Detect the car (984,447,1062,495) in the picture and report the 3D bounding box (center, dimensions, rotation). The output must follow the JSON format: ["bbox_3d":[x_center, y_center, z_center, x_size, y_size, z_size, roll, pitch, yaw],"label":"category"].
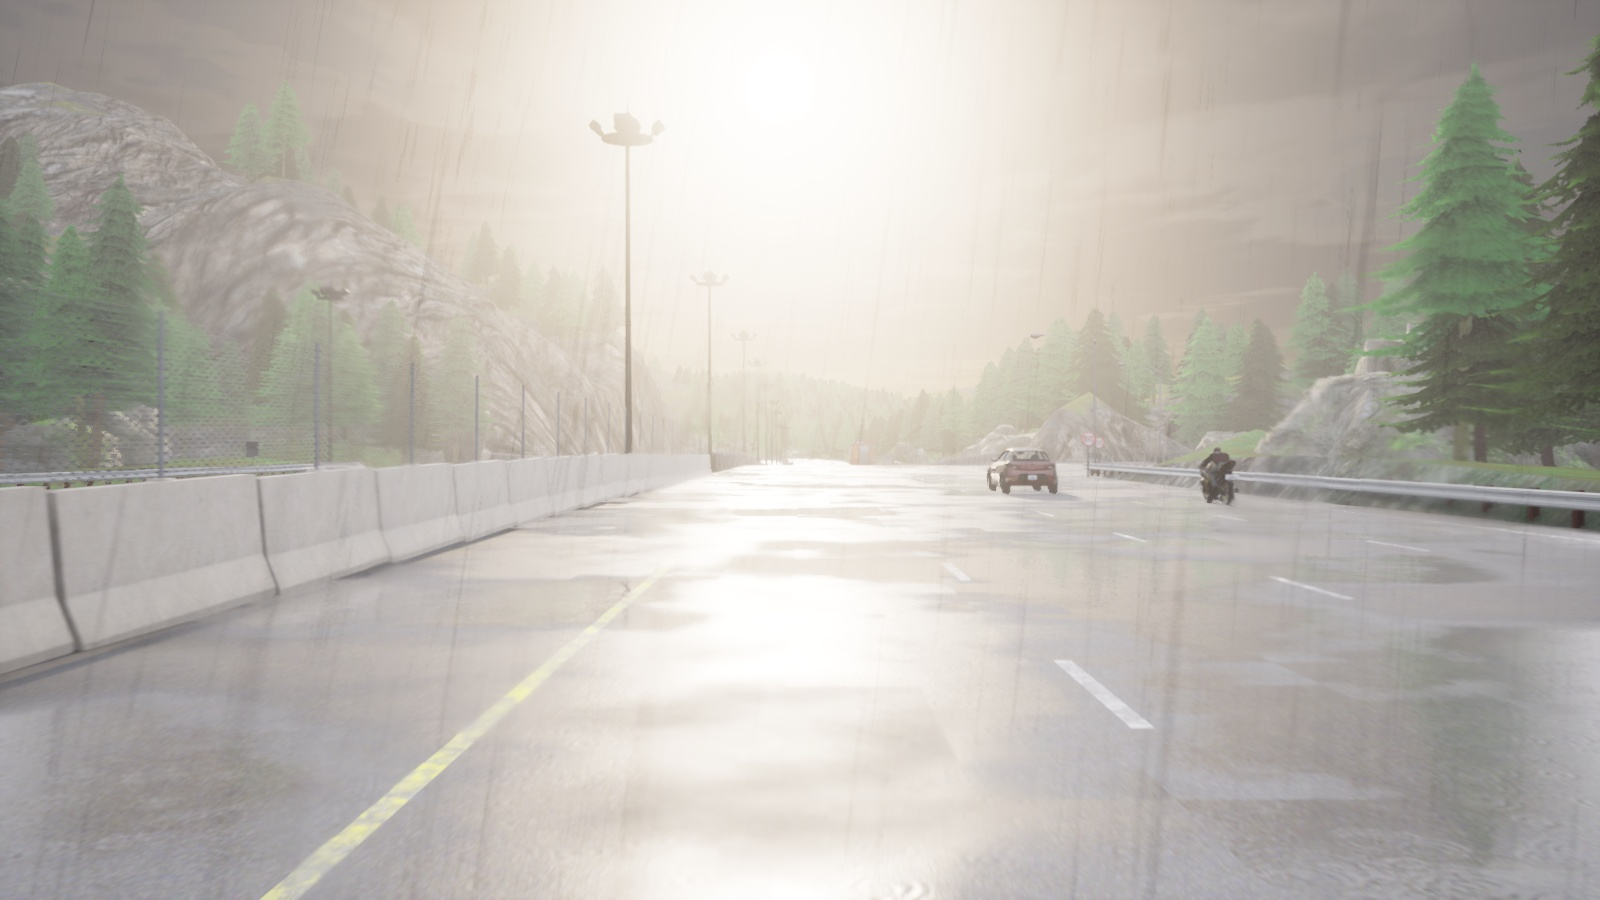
[{"bbox_3d":[7.247,0.652,41.218,1.816,1.474,4.193,0,0,0],"label":"car"}]

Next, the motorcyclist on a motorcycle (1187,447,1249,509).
[{"bbox_3d":[10.698,0.699,32.203,0.866,1.530,2.191,0,0,0],"label":"motorcyclist on a motorcycle"}]
